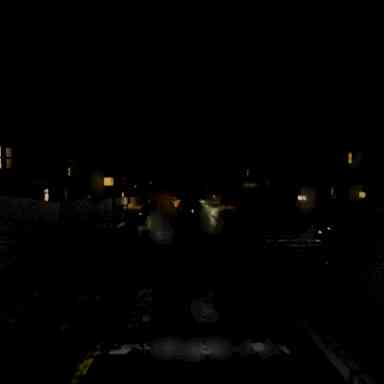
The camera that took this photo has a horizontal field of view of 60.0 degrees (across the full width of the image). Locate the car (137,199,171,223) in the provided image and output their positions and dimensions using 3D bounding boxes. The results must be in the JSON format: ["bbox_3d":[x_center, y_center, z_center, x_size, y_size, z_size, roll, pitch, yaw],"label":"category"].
[{"bbox_3d":[-2.919,1.513,25.526,1.812,1.442,4.674,0,0,2],"label":"car"}]

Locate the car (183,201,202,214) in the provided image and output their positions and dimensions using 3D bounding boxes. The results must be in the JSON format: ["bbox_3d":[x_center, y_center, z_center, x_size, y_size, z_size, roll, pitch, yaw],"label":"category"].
[{"bbox_3d":[0.071,1.598,35.692,1.895,1.301,4.718,0,0,0],"label":"car"}]

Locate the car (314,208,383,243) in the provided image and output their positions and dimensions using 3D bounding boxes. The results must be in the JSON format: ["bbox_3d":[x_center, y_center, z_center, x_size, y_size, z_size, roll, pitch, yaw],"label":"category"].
[{"bbox_3d":[8.534,1.457,15.197,5.357,1.411,2.033,0,3,1],"label":"car"}]

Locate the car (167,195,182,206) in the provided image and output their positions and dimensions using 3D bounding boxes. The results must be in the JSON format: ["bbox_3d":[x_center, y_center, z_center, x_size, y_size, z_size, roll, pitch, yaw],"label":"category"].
[{"bbox_3d":[-2.863,1.390,55.326,2.097,1.767,4.553,0,0,0],"label":"car"}]

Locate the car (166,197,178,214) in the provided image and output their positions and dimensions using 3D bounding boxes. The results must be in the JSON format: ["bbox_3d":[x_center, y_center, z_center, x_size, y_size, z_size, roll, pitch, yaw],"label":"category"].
[{"bbox_3d":[-2.875,1.562,35.483,1.994,1.385,4.181,0,0,1],"label":"car"}]

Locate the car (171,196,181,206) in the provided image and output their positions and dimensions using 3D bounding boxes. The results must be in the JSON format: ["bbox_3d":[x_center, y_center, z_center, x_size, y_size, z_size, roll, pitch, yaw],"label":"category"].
[{"bbox_3d":[-2.884,1.493,45.217,1.882,1.535,5.008,0,0,0],"label":"car"}]
